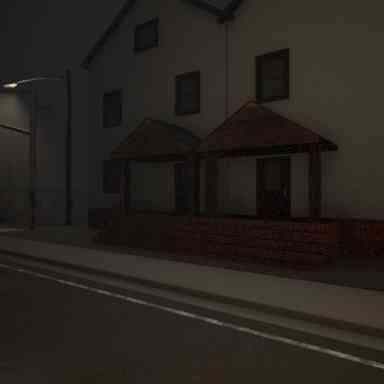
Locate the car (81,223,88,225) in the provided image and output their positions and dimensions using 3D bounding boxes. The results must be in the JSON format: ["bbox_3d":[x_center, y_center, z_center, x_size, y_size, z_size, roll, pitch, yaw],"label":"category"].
[{"bbox_3d":[-10.160,3.955,37.126,1.837,1.490,4.892,0,-12,35],"label":"car"}]

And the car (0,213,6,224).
[{"bbox_3d":[-17.649,1.968,26.727,2.128,1.511,4.902,0,-8,36],"label":"car"}]
